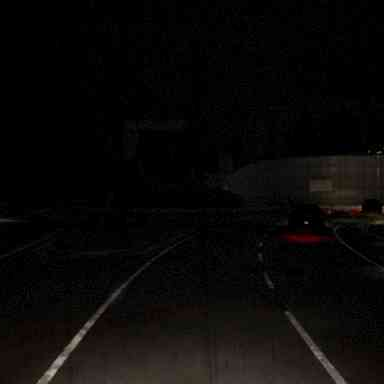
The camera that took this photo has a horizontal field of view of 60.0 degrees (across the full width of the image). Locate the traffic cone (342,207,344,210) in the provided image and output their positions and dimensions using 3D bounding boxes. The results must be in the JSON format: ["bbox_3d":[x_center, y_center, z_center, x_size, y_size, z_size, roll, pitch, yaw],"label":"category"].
[{"bbox_3d":[19.004,1.956,41.853,0.340,0.580,0.340,0,0,35],"label":"traffic cone"}]

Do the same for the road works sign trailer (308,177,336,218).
[{"bbox_3d":[12.017,0.464,30.878,2.380,3.560,2.880,0,0,35],"label":"road works sign trailer"}]

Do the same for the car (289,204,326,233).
[{"bbox_3d":[6.931,1.478,19.952,1.882,1.535,5.008,0,0,21],"label":"car"}]

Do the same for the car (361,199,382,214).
[{"bbox_3d":[19.597,1.478,36.349,1.882,1.535,5.008,1,0,28],"label":"car"}]

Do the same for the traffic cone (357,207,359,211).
[{"bbox_3d":[18.368,1.956,37.427,0.340,0.580,0.340,0,0,35],"label":"traffic cone"}]
